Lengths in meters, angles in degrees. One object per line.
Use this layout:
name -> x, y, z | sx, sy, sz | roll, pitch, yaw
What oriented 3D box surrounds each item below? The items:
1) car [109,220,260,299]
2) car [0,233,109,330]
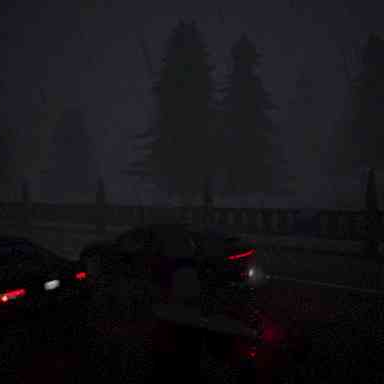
car -> -0.755, 1.485, 8.391 | 4.892, 1.490, 1.837 | 0, 0, 32
car -> -4.392, 1.536, 6.620 | 5.357, 1.411, 2.033 | 0, 0, 31
